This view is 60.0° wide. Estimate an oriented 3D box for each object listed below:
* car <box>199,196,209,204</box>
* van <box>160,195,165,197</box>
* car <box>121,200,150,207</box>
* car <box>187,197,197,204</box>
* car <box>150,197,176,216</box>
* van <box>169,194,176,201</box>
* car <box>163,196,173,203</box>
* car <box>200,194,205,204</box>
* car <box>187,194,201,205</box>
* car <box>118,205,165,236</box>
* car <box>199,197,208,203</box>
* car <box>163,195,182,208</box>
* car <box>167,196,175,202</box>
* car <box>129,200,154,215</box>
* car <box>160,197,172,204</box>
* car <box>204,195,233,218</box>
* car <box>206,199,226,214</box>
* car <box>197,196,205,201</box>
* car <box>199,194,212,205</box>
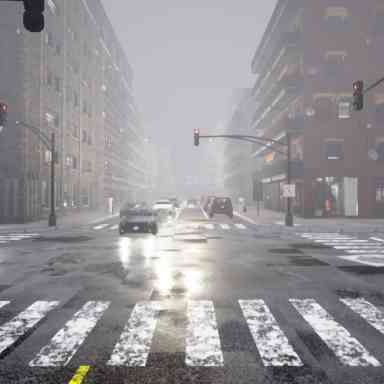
[{"bbox_3d":[2.509,1.558,69.112,1.967,1.590,4.097,1,0,0],"label":"car"},{"bbox_3d":[-5.362,1.430,63.505,1.690,1.788,3.998,1,0,0],"label":"van"},{"bbox_3d":[-5.329,1.578,30.136,1.947,1.339,4.313,1,0,0],"label":"car"},{"bbox_3d":[-0.008,1.687,70.385,1.994,1.385,4.181,0,0,0],"label":"car"},{"bbox_3d":[-2.881,1.539,33.474,1.812,1.442,4.674,0,0,0],"label":"car"},{"bbox_3d":[-5.393,1.591,91.325,1.690,1.788,3.998,1,0,0],"label":"van"},{"bbox_3d":[-5.378,1.673,74.461,1.752,1.417,4.829,1,0,0],"label":"car"},{"bbox_3d":[2.542,1.337,41.315,2.192,1.841,5.009,1,0,0],"label":"car"},{"bbox_3d":[0.039,1.567,60.150,2.128,1.511,4.902,0,0,0],"label":"car"},{"bbox_3d":[-2.866,1.666,18.998,1.994,1.385,4.181,0,0,0],"label":"car"},{"bbox_3d":[2.501,1.731,74.672,1.802,1.307,4.206,1,0,0],"label":"car"},{"bbox_3d":[-2.832,1.561,48.047,1.812,1.442,4.674,0,0,1],"label":"car"},{"bbox_3d":[-5.390,1.767,85.759,2.008,1.369,4.403,1,0,0],"label":"car"},{"bbox_3d":[-5.335,1.582,35.697,1.947,1.339,4.313,1,0,0],"label":"car"},{"bbox_3d":[-5.373,1.669,69.069,2.008,1.369,4.403,1,0,0],"label":"car"},{"bbox_3d":[2.555,1.327,30.190,2.192,1.841,5.009,1,0,0],"label":"car"},{"bbox_3d":[2.545,1.541,35.919,1.752,1.417,4.829,1,0,0],"label":"car"},{"bbox_3d":[2.484,1.816,91.364,1.947,1.339,4.313,1,0,0],"label":"car"},{"bbox_3d":[2.517,1.404,63.549,2.192,1.841,5.009,1,0,0],"label":"car"}]
